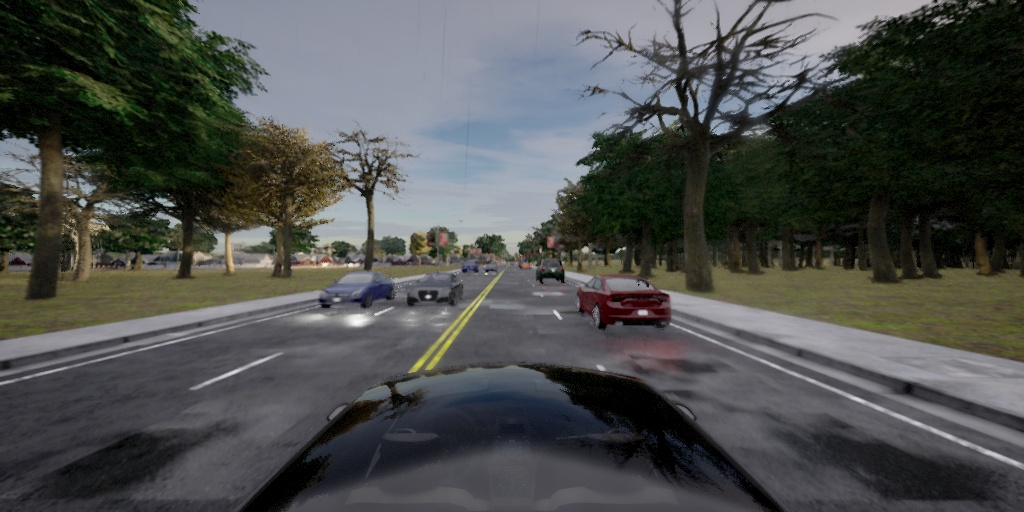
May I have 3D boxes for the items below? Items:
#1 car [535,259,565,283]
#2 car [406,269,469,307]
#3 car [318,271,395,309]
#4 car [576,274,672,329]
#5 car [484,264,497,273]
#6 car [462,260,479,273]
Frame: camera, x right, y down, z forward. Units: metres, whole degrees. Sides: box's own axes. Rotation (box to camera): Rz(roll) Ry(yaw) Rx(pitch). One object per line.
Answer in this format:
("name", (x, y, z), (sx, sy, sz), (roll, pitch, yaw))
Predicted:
("car", (3.351, 1.299, 31.896), (2.150, 2.045, 5.566), (0, -1, 0))
("car", (-3.348, 1.457, 16.344), (1.994, 1.385, 4.181), (0, -1, 0))
("car", (-6.610, 1.413, 15.856), (1.812, 1.442, 4.674), (0, -1, 0))
("car", (3.349, 1.322, 11.639), (1.882, 1.535, 5.008), (0, -1, 0))
("car", (-3.300, 1.963, 57.413), (2.033, 1.411, 5.357), (0, -1, 1))
("car", (-6.558, 1.630, 56.943), (2.150, 2.045, 5.566), (0, -1, 1))
